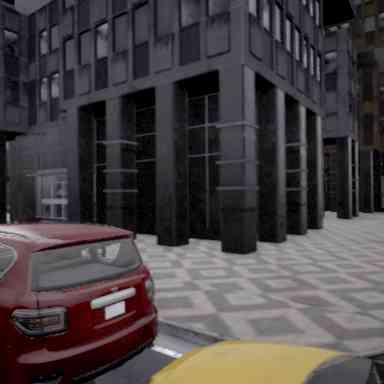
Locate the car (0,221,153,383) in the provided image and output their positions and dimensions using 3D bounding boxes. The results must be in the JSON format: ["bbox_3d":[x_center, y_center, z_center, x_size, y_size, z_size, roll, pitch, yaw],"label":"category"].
[{"bbox_3d":[-2.765,1.364,4.935,5.009,1.841,2.192,-1,-1,35],"label":"car"}]

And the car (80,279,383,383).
[{"bbox_3d":[1.660,1.521,1.782,4.829,1.417,1.752,-1,-1,35],"label":"car"}]
